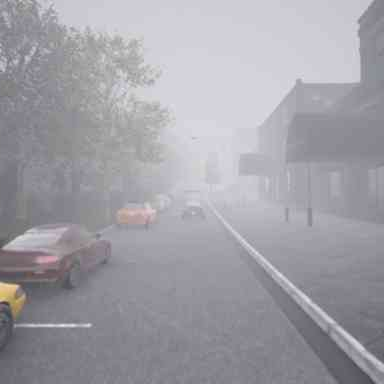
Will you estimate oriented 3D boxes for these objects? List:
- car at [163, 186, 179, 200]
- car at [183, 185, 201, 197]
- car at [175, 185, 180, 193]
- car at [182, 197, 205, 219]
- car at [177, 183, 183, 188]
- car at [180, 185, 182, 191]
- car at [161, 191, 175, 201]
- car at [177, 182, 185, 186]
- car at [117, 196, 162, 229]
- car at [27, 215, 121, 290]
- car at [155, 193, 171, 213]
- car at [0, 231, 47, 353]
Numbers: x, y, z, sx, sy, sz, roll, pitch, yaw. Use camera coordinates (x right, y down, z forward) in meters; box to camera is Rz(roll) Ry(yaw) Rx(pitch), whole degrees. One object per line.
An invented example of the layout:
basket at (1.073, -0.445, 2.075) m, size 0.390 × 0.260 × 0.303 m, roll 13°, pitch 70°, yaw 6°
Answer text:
car at (-3.646, 0.421, 50.418) m, size 2.185 × 1.767 × 4.553 m, roll 0°, pitch 3°, yaw 2°
car at (0.108, 0.465, 46.819) m, size 2.150 × 2.045 × 5.566 m, roll 0°, pitch 3°, yaw 0°
car at (-3.646, 0.147, 55.983) m, size 2.185 × 1.767 × 4.553 m, roll 0°, pitch 3°, yaw 2°
car at (0.104, 1.432, 28.548) m, size 1.812 × 1.442 × 4.674 m, roll 0°, pitch 1°, yaw 0°
car at (-3.634, -0.575, 72.898) m, size 1.946 × 1.575 × 5.366 m, roll 0°, pitch 3°, yaw 2°
car at (-3.643, -0.004, 61.578) m, size 2.231 × 1.521 × 4.892 m, roll 0°, pitch 3°, yaw 2°
car at (-3.628, 1.055, 39.298) m, size 2.231 × 1.521 × 4.892 m, roll 1°, pitch 3°, yaw 2°
car at (-3.638, -1.098, 83.872) m, size 2.163 × 1.488 × 4.792 m, roll 0°, pitch 3°, yaw 2°
car at (-3.624, 1.375, 22.541) m, size 2.185 × 1.767 × 4.553 m, roll 2°, pitch 1°, yaw 2°
car at (-3.650, 1.607, 9.280) m, size 2.002 × 1.452 × 4.674 m, roll 0°, pitch 0°, yaw 2°
car at (-3.625, 1.238, 33.562) m, size 1.946 × 1.575 × 5.366 m, roll 1°, pitch 2°, yaw 2°
car at (-3.644, 1.511, 3.144) m, size 1.946 × 1.575 × 5.366 m, roll 0°, pitch 0°, yaw 2°
